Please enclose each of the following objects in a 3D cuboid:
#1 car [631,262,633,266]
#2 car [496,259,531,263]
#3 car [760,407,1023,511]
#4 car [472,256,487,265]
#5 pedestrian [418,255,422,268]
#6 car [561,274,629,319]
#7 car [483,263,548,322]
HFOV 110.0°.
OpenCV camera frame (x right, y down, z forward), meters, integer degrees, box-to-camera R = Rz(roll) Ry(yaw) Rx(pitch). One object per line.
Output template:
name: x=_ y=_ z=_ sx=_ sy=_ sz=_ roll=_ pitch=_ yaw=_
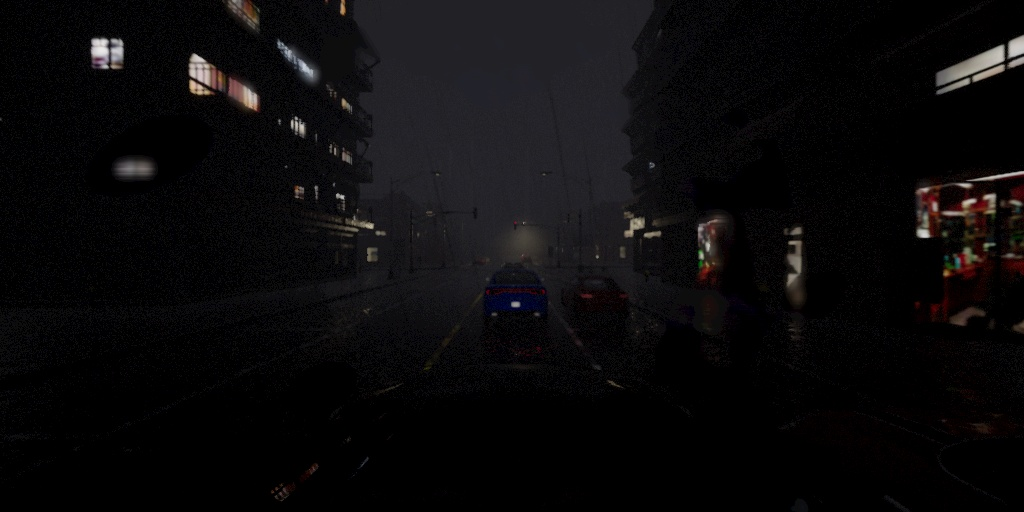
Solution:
car: x=17.502 y=0.795 z=45.740 sx=4.313 sy=1.339 sz=1.948 roll=0 pitch=0 yaw=0
car: x=0.105 y=1.143 z=25.364 sx=1.994 sy=1.385 sz=4.181 roll=0 pitch=0 yaw=0
car: x=2.690 y=1.196 z=0.857 sx=1.967 sy=1.591 sz=4.097 roll=0 pitch=0 yaw=0
car: x=-5.771 y=0.886 z=61.416 sx=1.888 sy=1.381 sz=4.507 roll=0 pitch=0 yaw=0
pedestrian: x=-12.506 y=0.707 z=48.669 sx=0.375 sy=1.860 sz=0.375 roll=0 pitch=1 yaw=0
car: x=2.692 y=1.254 z=12.186 sx=1.802 sy=1.307 sz=4.207 roll=0 pitch=0 yaw=0
car: x=0.102 y=1.151 z=12.060 sx=1.882 sy=1.535 sz=5.008 roll=0 pitch=0 yaw=0
